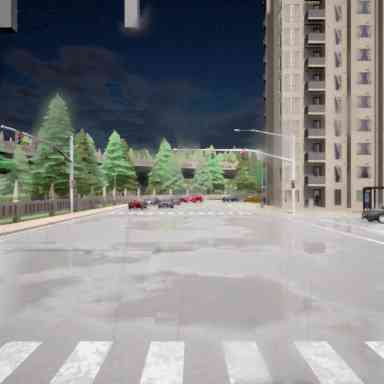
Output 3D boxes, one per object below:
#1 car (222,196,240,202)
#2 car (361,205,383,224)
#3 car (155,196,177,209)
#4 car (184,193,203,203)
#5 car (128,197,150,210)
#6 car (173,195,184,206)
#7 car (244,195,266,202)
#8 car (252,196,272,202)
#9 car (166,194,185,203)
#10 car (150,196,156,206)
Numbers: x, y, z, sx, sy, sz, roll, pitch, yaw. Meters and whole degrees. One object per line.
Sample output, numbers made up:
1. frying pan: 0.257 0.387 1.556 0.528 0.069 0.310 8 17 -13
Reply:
1. car: 8.568 1.524 73.545 4.674 1.442 1.812 0 0 -42
2. car: 15.375 1.560 25.037 4.892 1.490 1.837 0 0 0
3. car: -3.492 1.564 45.919 1.994 1.385 4.181 0 0 1
4. car: 0.330 1.220 67.966 2.150 2.045 5.566 0 0 26
5. car: -7.041 1.601 43.431 1.895 1.301 4.718 0 0 1
6. car: -3.034 1.564 55.754 1.994 1.385 4.181 0 0 6
7. car: 13.580 1.478 73.354 5.008 1.535 1.882 0 0 -37
8. car: 16.667 1.552 79.402 4.181 1.385 1.994 0 0 -24
9. car: -3.273 1.352 68.599 2.097 1.767 4.553 0 0 24
10. car: -6.610 1.492 54.482 2.128 1.511 4.902 0 0 5
